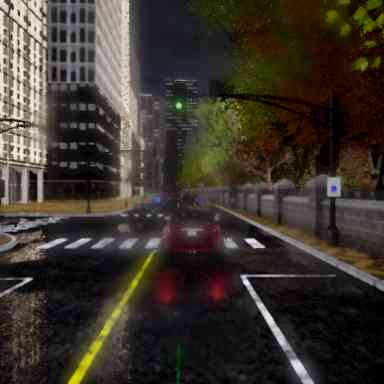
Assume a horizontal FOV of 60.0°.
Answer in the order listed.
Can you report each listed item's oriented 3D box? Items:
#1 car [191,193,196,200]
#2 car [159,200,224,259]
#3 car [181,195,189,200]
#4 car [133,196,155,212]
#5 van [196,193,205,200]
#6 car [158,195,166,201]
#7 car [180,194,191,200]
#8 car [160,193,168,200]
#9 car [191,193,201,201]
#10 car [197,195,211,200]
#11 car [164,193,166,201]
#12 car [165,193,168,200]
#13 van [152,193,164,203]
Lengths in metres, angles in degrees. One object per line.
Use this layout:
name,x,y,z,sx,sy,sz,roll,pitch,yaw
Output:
car,1.319,1.430,66.747,1.752,1.417,4.829,0,0,-2
car,0.006,1.337,12.699,2.097,1.767,4.553,0,0,0
car,-1.743,1.308,79.347,1.895,1.301,4.718,0,0,-3
car,-5.754,1.503,38.504,2.008,1.369,4.403,0,0,-1
van,1.850,1.275,49.952,1.690,1.788,3.998,0,0,-2
car,-7.362,1.456,82.853,1.802,1.307,4.206,0,0,-3
car,-1.325,1.395,68.895,1.837,1.490,4.892,0,0,-2
car,-7.888,1.165,93.935,2.192,1.841,5.009,0,0,-3
car,0.895,1.199,77.666,2.192,1.841,5.009,0,0,-2
car,1.989,1.468,44.580,1.752,1.417,4.829,0,0,-1
car,-6.693,1.452,66.220,1.887,1.381,4.507,0,0,-2
car,-7.122,1.430,77.308,1.887,1.381,4.507,0,0,-2
van,-6.502,1.258,60.677,1.690,1.788,3.998,0,0,-2
